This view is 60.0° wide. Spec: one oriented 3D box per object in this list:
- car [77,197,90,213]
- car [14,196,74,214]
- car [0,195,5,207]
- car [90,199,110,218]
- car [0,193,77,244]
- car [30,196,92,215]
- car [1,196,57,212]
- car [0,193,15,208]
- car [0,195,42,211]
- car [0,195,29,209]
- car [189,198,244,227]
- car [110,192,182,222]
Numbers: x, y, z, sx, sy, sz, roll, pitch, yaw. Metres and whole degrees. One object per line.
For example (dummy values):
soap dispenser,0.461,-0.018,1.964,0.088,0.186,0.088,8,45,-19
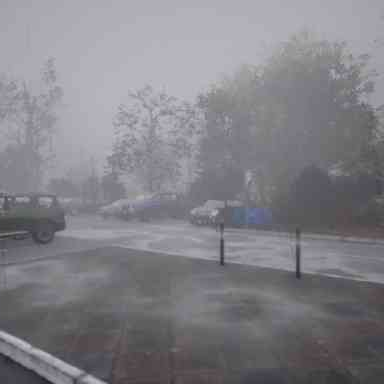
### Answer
car,-9.826,1.241,29.570,2.231,1.521,4.892,0,0,35
car,-14.468,1.199,32.785,2.097,1.535,5.008,0,0,35
car,-26.169,1.095,40.905,2.097,1.535,5.008,1,0,35
car,-5.176,1.280,26.366,2.231,1.521,4.892,0,0,35
car,-7.640,1.064,12.735,2.435,2.045,5.566,0,0,35
car,-12.148,1.220,31.177,2.097,1.535,5.008,1,0,35
car,-16.771,1.208,34.422,2.163,1.488,4.792,0,0,35
car,-23.833,0.990,39.317,2.185,1.767,4.553,1,0,35
car,-19.208,1.157,36.080,2.097,1.535,5.008,1,0,35
car,-21.534,1.136,37.680,2.097,1.535,5.008,0,0,35
car,1.755,1.196,21.479,2.185,1.767,4.553,1,1,35
car,-2.975,1.045,24.799,2.435,2.045,5.566,0,0,35
